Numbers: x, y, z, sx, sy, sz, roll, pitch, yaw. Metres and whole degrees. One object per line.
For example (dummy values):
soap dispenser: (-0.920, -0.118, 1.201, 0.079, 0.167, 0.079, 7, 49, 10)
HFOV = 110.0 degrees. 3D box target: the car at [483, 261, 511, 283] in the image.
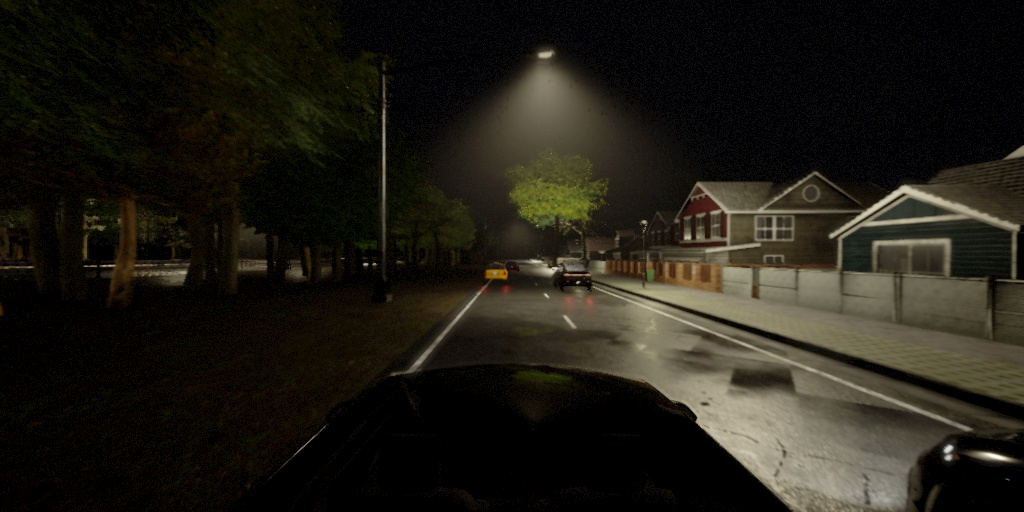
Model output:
car: (-1.225, 1.229, 28.036, 1.801, 1.575, 5.366, 0, 0, 0)

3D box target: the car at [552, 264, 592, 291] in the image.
car: (3.600, 1.254, 21.955, 2.128, 1.511, 4.902, 0, 0, 0)

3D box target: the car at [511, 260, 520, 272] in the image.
car: (0.027, 1.397, 48.772, 1.994, 1.385, 4.181, 0, 0, 0)

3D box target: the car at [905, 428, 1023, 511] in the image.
car: (3.599, 1.314, 0.584, 1.994, 1.385, 4.181, 0, 0, 0)
